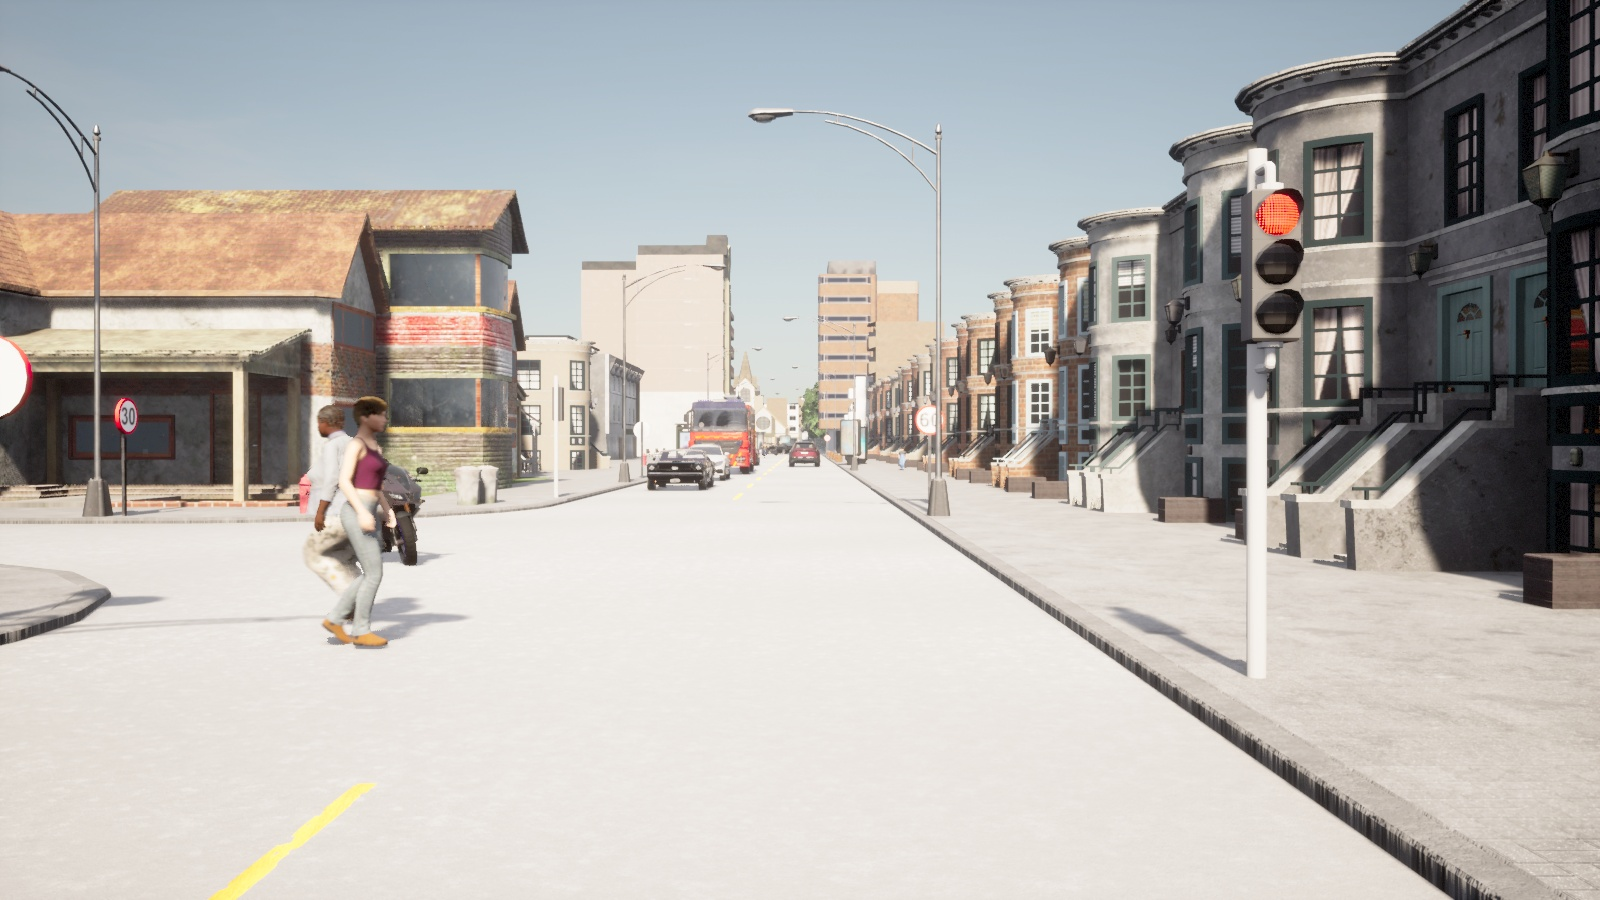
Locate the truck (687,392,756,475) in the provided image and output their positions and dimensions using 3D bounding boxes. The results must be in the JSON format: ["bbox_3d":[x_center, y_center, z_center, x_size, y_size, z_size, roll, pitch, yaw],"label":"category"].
[{"bbox_3d":[-3.776,-0.773,62.368,2.891,3.827,8.468,0,0,0],"label":"truck"}]

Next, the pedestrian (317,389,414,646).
[{"bbox_3d":[-3.160,0.483,9.153,0.594,1.836,0.345,0,0,-2],"label":"pedestrian"}]

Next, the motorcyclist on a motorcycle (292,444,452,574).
[{"bbox_3d":[-5.426,0.688,15.842,2.191,1.530,0.866,0,0,39],"label":"motorcyclist on a motorcycle"}]

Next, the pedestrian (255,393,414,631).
[{"bbox_3d":[-3.800,0.483,10.313,0.900,1.855,0.874,0,0,11],"label":"pedestrian"}]

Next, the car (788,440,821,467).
[{"bbox_3d":[0.287,0.227,79.741,2.033,1.649,4.856,0,0,0],"label":"car"}]

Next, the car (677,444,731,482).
[{"bbox_3d":[-3.820,0.482,50.824,1.812,1.442,4.674,0,0,0],"label":"car"}]

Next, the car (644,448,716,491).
[{"bbox_3d":[-3.852,0.612,41.032,1.895,1.301,4.718,0,0,0],"label":"car"}]
